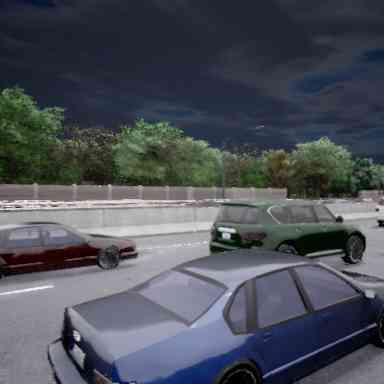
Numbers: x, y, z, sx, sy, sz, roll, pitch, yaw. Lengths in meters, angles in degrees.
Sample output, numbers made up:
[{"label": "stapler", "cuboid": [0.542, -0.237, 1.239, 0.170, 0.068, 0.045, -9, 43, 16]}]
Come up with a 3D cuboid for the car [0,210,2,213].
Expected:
[{"label": "car", "cuboid": [-17.647, 1.478, 25.796, 5.008, 1.535, 1.882, 0, 0, -36]}]

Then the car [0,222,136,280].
[{"label": "car", "cuboid": [-4.237, 1.552, 9.322, 5.357, 1.411, 2.033, 0, 0, -36]}]

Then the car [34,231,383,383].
[{"label": "car", "cuboid": [0.982, 1.556, 4.569, 5.357, 1.411, 2.033, 0, 0, -36]}]

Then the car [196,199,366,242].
[{"label": "car", "cuboid": [3.080, 1.253, 10.243, 5.566, 2.045, 2.150, 0, 0, -35]}]

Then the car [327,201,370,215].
[{"label": "car", "cuboid": [18.016, 1.756, 38.223, 5.357, 1.411, 2.033, 0, 0, -35]}]

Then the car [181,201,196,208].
[{"label": "car", "cuboid": [1.058, 1.616, 34.836, 4.892, 1.490, 1.837, 1, -1, -35]}]

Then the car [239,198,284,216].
[{"label": "car", "cuboid": [7.396, 1.494, 35.044, 4.553, 1.767, 2.097, 0, 0, -35]}]

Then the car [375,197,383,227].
[{"label": "car", "cuboid": [14.780, 1.358, 22.890, 5.566, 2.045, 2.150, 0, 0, -36]}]
